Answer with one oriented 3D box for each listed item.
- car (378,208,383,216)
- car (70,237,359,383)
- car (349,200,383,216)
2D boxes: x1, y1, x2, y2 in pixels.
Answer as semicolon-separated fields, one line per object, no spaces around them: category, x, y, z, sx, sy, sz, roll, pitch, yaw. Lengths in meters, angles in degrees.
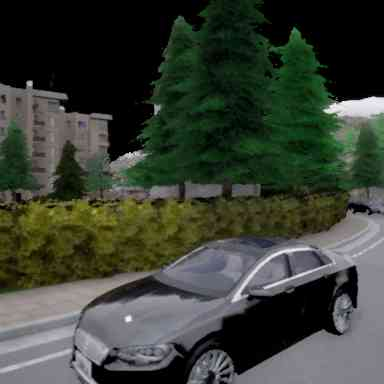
car;9.312;1.461;13.740;1.882;1.535;5.008;-1;0;38
car;0.745;1.505;5.020;4.902;1.511;2.128;0;0;-40
car;17.313;1.522;32.687;2.128;1.511;4.902;0;0;0
